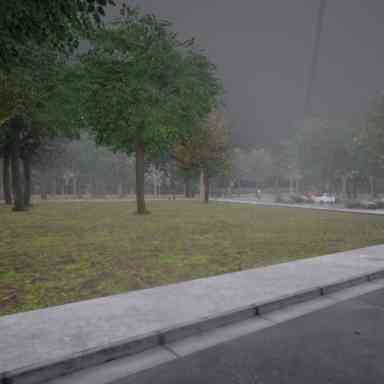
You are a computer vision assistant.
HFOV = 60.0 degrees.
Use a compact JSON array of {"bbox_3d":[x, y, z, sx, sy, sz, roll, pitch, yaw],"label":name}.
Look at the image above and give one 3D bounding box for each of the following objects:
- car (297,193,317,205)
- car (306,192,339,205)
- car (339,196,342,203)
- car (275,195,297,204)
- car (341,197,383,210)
[{"bbox_3d":[20.541,1.515,61.719,1.882,1.535,5.008,0,0,-12],"label":"car"},{"bbox_3d":[24.008,1.271,61.457,2.150,2.045,5.566,0,0,-11],"label":"car"},{"bbox_3d":[27.145,1.553,62.310,2.128,1.511,4.902,0,0,-12],"label":"car"},{"bbox_3d":[17.144,1.534,62.108,1.837,1.490,4.892,0,-1,-12],"label":"car"},{"bbox_3d":[21.371,1.576,42.084,1.994,1.385,4.181,0,0,-12],"label":"car"}]
